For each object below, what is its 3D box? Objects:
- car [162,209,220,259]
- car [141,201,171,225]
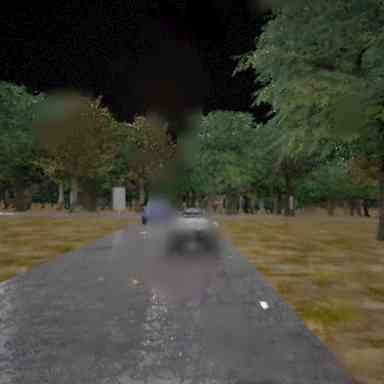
[{"bbox_3d":[0.052,1.687,13.523,1.882,1.535,5.008,0,-1,0],"label":"car"},{"bbox_3d":[-3.032,1.789,29.404,2.150,2.045,5.566,0,-2,1],"label":"car"}]
